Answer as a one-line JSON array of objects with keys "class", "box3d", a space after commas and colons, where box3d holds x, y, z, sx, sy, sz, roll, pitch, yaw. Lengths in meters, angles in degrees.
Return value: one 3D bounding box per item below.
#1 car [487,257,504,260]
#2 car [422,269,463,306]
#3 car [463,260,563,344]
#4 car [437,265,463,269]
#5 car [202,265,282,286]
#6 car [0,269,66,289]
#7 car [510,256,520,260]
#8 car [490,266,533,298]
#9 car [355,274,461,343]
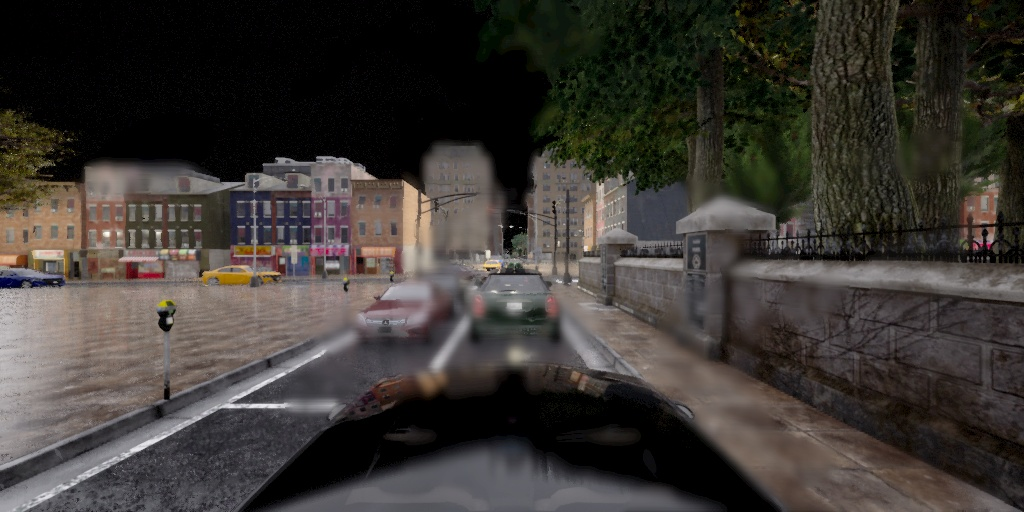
[{"class": "car", "box3d": [-2.283, 1.221, 41.541, 1.882, 1.535, 5.008, 0, 0, 1]}, {"class": "car", "box3d": [-2.640, 1.316, 13.274, 1.948, 1.339, 4.313, 0, 0, 0]}, {"class": "car", "box3d": [0.072, 1.102, 9.727, 2.097, 1.767, 4.553, 0, 0, 0]}, {"class": "car", "box3d": [-3.952, 1.329, 26.210, 5.357, 1.411, 2.033, -1, 0, 0]}, {"class": "car", "box3d": [-19.593, 1.429, 26.155, 5.008, 1.535, 1.882, -1, 0, 0]}, {"class": "car", "box3d": [-35.748, 1.676, 26.108, 5.008, 1.535, 1.882, -1, 0, 0]}, {"class": "car", "box3d": [0.386, 1.094, 49.591, 2.097, 1.767, 4.553, 0, 0, 0]}, {"class": "car", "box3d": [-0.147, 1.314, 19.171, 1.994, 1.385, 4.181, 0, 0, -5]}, {"class": "car", "box3d": [-2.639, 1.332, 9.611, 1.802, 1.307, 4.207, 0, 0, 0]}]
